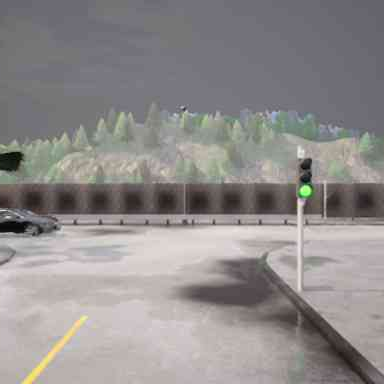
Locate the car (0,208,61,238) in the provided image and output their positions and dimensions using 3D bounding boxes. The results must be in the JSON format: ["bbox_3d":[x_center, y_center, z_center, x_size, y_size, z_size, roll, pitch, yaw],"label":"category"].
[{"bbox_3d":[-9.695,1.633,18.023,4.902,1.511,2.128,0,0,0],"label":"car"}]
